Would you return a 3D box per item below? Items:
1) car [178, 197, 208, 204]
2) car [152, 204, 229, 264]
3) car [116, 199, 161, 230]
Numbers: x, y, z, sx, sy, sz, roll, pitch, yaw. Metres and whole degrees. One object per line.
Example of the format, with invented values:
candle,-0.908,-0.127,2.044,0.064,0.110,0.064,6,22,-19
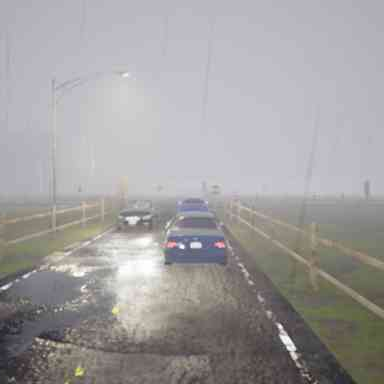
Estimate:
car,0.100,1.070,22.604,1.882,1.535,5.008,0,1,0
car,0.099,1.349,10.912,2.033,1.411,5.357,0,1,0
car,-2.811,1.163,18.276,2.128,1.511,4.902,0,1,0
